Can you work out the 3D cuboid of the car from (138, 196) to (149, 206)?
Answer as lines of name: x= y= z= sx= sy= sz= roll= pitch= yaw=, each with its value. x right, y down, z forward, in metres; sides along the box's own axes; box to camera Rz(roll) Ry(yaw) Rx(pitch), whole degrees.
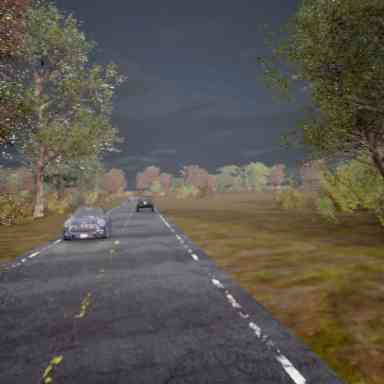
car: x=-9.547 y=1.710 z=65.791 sx=2.097 sy=1.767 sz=4.553 roll=-2 pitch=0 yaw=-8

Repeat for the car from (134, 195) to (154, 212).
car: x=-6.118 y=1.461 z=43.372 sx=2.150 sy=2.045 sz=5.566 roll=-2 pitch=0 yaw=-9

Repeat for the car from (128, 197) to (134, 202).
car: x=-16.546 y=2.045 z=91.845 sx=1.882 sy=1.535 sz=5.008 roll=-2 pitch=0 yaw=-9

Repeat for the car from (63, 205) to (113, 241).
car: x=-5.566 y=1.548 z=18.281 sx=2.097 sy=1.767 sz=4.553 roll=-2 pitch=0 yaw=-9
